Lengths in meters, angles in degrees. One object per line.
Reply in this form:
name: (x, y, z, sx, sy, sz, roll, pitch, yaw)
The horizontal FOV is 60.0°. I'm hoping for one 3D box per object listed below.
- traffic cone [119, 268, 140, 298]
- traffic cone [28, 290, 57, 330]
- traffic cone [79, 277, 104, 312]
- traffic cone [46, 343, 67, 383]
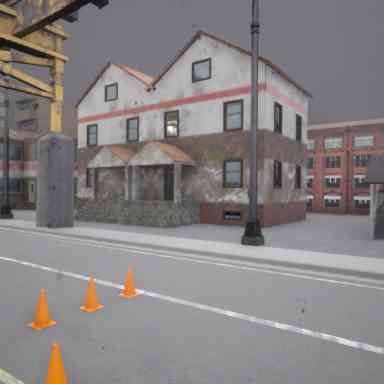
traffic cone: (-1.355, 1.949, 7.235, 0.340, 0.580, 0.340, 0, 0, 36)
traffic cone: (-2.525, 1.949, 5.613, 0.340, 0.580, 0.340, 0, 0, 36)
traffic cone: (-1.940, 1.949, 6.424, 0.340, 0.580, 0.340, 0, 0, 36)
traffic cone: (-1.488, 1.952, 3.632, 0.340, 0.580, 0.340, 0, 0, 36)
